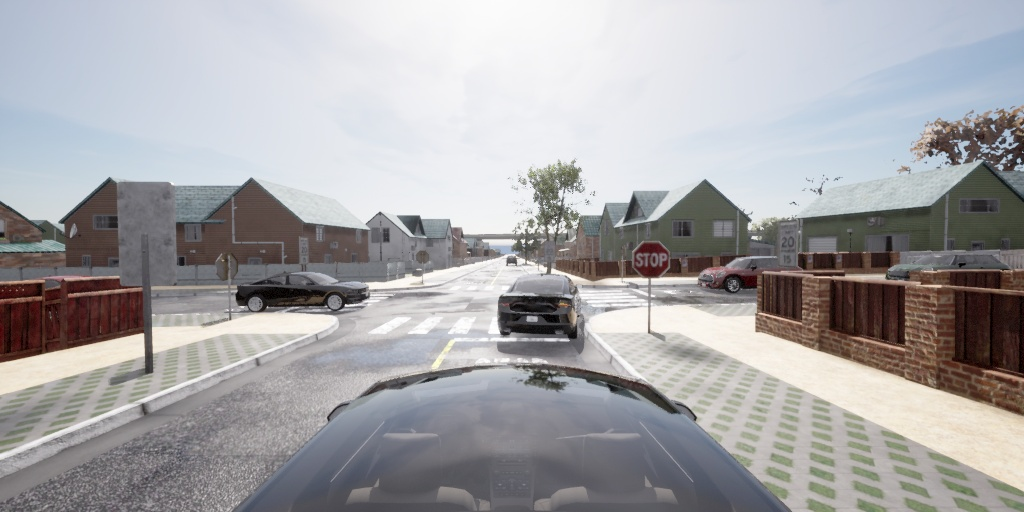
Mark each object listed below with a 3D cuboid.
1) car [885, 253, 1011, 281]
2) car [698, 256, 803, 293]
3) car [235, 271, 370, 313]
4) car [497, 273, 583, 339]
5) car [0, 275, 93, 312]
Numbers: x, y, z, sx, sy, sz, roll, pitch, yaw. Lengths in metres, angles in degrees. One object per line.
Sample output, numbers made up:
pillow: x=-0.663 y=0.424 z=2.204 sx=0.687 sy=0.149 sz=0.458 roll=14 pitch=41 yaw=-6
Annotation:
car: x=21.688 y=0.646 z=17.938 sx=4.553 sy=1.767 sz=2.097 roll=-1 pitch=2 yaw=0
car: x=11.794 y=0.820 z=17.859 sx=4.553 sy=1.767 sz=2.097 roll=-1 pitch=2 yaw=0
car: x=-8.479 y=1.376 z=14.760 sx=5.008 sy=1.535 sz=1.882 roll=-1 pitch=2 yaw=0
car: x=0.951 y=1.224 z=10.241 sx=1.882 sy=1.535 sz=5.008 roll=0 pitch=0 yaw=12
car: x=-18.032 y=1.546 z=14.689 sx=5.008 sy=1.535 sz=1.882 roll=-1 pitch=2 yaw=0
